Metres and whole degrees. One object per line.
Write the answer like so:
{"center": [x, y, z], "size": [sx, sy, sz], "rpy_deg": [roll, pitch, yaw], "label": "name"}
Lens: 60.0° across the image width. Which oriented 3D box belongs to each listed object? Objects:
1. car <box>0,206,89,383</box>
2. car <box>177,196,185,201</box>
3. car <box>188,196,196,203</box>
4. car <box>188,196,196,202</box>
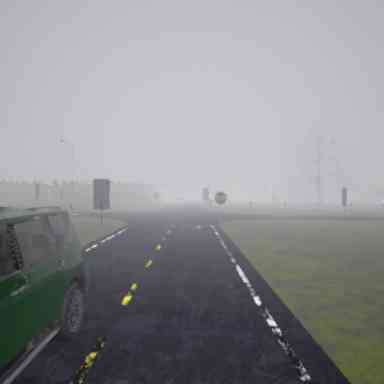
{"center": [-2.846, 1.231, 3.582], "size": [2.150, 2.045, 5.566], "rpy_deg": [0, 0, 0], "label": "car"}
{"center": [-2.729, 1.539, 83.897], "size": [1.895, 1.301, 4.718], "rpy_deg": [0, 0, 0], "label": "car"}
{"center": [0.021, 1.780, 79.330], "size": [1.882, 1.535, 5.008], "rpy_deg": [0, 0, 0], "label": "car"}
{"center": [0.020, 1.811, 89.749], "size": [2.128, 1.511, 4.902], "rpy_deg": [0, 0, 0], "label": "car"}
